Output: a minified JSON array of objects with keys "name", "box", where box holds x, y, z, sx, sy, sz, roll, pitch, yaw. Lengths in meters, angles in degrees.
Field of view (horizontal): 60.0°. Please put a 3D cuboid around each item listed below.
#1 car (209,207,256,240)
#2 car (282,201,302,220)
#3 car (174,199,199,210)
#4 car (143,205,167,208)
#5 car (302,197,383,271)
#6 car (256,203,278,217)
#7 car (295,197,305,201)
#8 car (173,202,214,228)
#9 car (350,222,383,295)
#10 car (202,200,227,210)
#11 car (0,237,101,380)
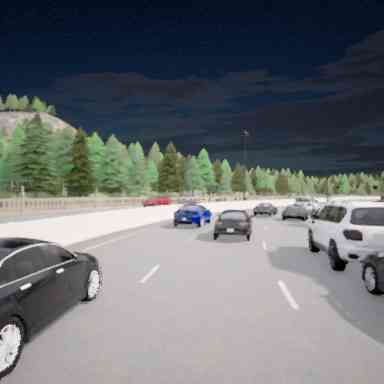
[{"name":"car","box":[2.276,1.646,17.791,1.812,1.442,4.674,0,0,12]},{"name":"car","box":[9.301,1.823,30.016,1.994,1.385,4.181,0,0,23]},{"name":"car","box":[-0.779,1.823,49.694,1.994,1.385,4.181,0,0,28]},{"name":"car","box":[-5.111,1.434,48.975,2.150,2.045,5.566,0,-1,27]},{"name":"car","box":[5.459,1.342,11.268,2.150,2.045,5.566,1,0,9]},{"name":"car","box":[7.764,1.817,34.987,2.033,1.411,5.357,0,0,23]},{"name":"car","box":[13.745,1.583,40.003,2.150,2.045,5.566,0,0,30]},{"name":"car","box":[0.154,1.608,23.788,1.882,1.535,5.008,0,0,15]},{"name":"car","box":[4.833,1.589,6.065,1.837,1.490,4.892,1,0,5]},{"name":"car","box":[3.459,1.907,50.213,1.895,1.301,4.718,0,0,29]},{"name":"car","box":[-3.038,1.503,5.491,1.837,1.490,4.892,0,0,4]}]
